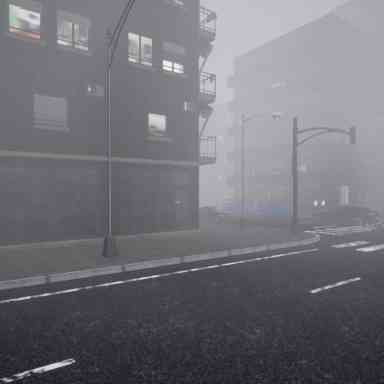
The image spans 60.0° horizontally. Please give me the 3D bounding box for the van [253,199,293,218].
[{"bbox_3d":[8.527,1.602,33.577,1.690,1.788,3.998,-1,0,-36],"label":"van"}]

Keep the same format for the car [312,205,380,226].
[{"bbox_3d":[11.462,1.684,25.044,1.812,1.442,4.674,-1,0,-45],"label":"car"}]

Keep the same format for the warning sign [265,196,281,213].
[{"bbox_3d":[9.018,1.400,36.966,1.300,1.860,1.060,1,0,-36],"label":"warning sign"}]

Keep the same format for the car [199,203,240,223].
[{"bbox_3d":[1.789,1.874,28.659,1.802,1.307,4.206,-1,0,-36],"label":"car"}]

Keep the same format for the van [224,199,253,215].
[{"bbox_3d":[5.211,1.676,38.092,1.690,1.788,3.998,-1,0,-36],"label":"van"}]
